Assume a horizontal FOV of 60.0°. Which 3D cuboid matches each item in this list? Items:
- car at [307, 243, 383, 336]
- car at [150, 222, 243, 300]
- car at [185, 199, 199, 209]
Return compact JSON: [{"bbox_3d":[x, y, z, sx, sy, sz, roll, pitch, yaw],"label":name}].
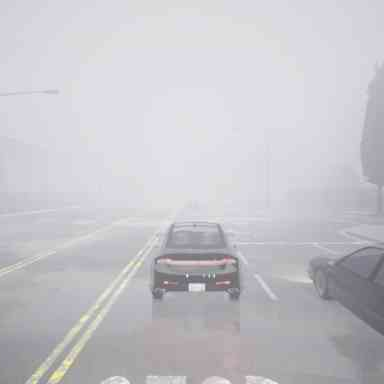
[{"bbox_3d":[3.587,1.548,5.293,2.033,1.411,5.357,0,0,0],"label":"car"},{"bbox_3d":[0.080,1.492,8.384,2.128,1.511,4.902,0,0,0],"label":"car"},{"bbox_3d":[-0.008,1.601,44.106,1.895,1.301,4.718,0,0,0],"label":"car"}]
